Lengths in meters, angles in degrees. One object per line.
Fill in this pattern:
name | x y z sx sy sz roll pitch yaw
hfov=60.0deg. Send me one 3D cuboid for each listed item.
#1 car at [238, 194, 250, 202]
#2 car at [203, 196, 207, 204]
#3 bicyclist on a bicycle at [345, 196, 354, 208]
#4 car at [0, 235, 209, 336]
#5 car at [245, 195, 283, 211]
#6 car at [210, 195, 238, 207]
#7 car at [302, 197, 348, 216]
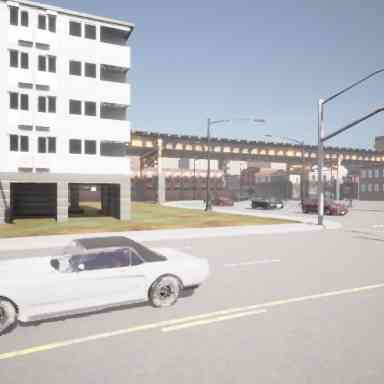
car | 11.177 1.525 74.725 2.128 1.511 4.902 0 0 36
car | 3.433 1.508 66.147 1.837 1.490 4.892 0 -1 13
bicyclist on a bicycle | 20.487 1.303 43.306 1.656 1.620 0.582 0 0 -25
car | -2.118 1.601 6.581 4.718 1.301 1.895 0 0 -28
car | 9.259 1.492 41.434 2.128 1.511 4.902 0 0 -25
car | 4.753 1.478 51.733 1.882 1.535 5.008 0 0 -20
car | 13.153 1.352 33.082 2.097 1.767 4.553 0 0 -25
